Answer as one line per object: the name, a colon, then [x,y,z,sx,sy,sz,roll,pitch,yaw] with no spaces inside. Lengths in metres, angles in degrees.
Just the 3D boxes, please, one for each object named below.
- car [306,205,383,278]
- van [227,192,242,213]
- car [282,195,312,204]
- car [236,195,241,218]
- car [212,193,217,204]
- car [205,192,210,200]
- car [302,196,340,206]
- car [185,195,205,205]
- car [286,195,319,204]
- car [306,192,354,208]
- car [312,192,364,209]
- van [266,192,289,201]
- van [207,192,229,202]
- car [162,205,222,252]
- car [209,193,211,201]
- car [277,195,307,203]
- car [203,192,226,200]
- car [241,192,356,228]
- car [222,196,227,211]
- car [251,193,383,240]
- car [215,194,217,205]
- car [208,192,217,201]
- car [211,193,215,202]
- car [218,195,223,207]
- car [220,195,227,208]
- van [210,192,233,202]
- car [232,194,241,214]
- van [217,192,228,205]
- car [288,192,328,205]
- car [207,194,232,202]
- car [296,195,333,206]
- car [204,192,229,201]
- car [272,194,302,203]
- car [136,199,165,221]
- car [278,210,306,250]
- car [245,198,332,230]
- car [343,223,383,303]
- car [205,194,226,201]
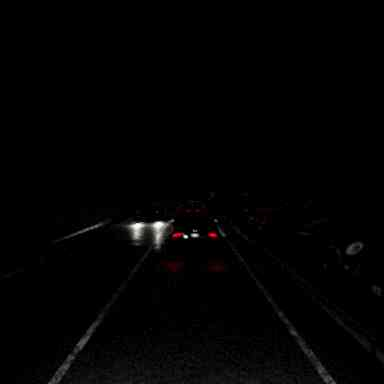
car: [5.710,1.330,8.667,4.553,1.767,2.185,0,0,0]
van: [5.536,1.140,28.289,4.442,1.987,1.878,0,0,0]
car: [18.662,1.281,59.274,4.792,1.488,2.163,0,0,0]
car: [5.629,1.265,22.684,4.553,1.767,2.185,0,0,0]
car: [5.816,1.285,45.110,5.366,1.575,1.946,0,0,0]
car: [5.640,0.999,59.123,5.566,2.045,2.435,0,0,0]
car: [18.703,1.317,48.259,4.674,1.452,2.002,0,0,0]
car: [0.101,1.327,40.741,2.128,1.511,4.902,0,0,0]
car: [18.723,1.285,56.489,4.792,1.488,2.163,0,0,0]
car: [18.680,1.037,45.350,5.566,2.045,2.435,0,0,0]
car: [18.685,1.049,42.688,5.566,2.045,2.435,0,0,0]
van: [18.794,1.006,73.203,4.442,1.987,1.878,0,0,0]
van: [5.483,1.009,70.337,4.442,1.987,1.878,0,0,0]
car: [0.097,1.502,13.688,2.033,1.411,5.357,0,0,0]
car: [5.590,1.289,53.518,4.792,1.488,2.163,0,0,0]
car: [18.682,1.247,62.059,5.008,1.535,2.097,0,0,0]
car: [5.628,0.992,84.352,5.566,2.045,2.435,0,0,0]
car: [5.639,1.166,17.076,5.566,2.045,2.435,0,0,0]
car: [5.643,1.352,31.094,5.008,1.535,2.097,0,0,0]
car: [5.643,1.178,14.273,5.566,2.045,2.435,0,0,0]
car: [5.663,1.331,42.307,4.792,1.488,2.163,0,0,0]
car: [5.611,1.255,56.316,4.892,1.521,2.231,0,0,0]
car: [5.621,1.276,47.910,5.008,1.535,2.097,0,0,0]
car: [5.612,1.356,36.700,4.792,1.488,2.163,0,0,0]
car: [5.616,1.369,33.897,4.792,1.488,2.163,0,0,0]
van: [5.721,1.016,64.730,4.442,1.987,1.878,0,0,0]
car: [5.687,1.253,25.487,4.553,1.767,2.185,0,0,0]
van: [5.521,1.088,39.502,4.442,1.987,1.878,0,0,0]
car: [18.670,1.009,53.706,5.566,2.045,2.435,0,0,0]
car: [5.596,1.240,67.533,4.892,1.521,2.231,0,0,0]
car: [18.697,1.269,50.920,5.008,1.535,2.097,0,0,0]
car: [5.625,0.979,75.942,5.566,2.045,2.435,0,0,0]
car: [18.499,1.240,64.846,5.366,1.575,1.946,0,0,0]
car: [-3.249,1.376,26.534,1.882,1.535,5.008,0,0,0]
car: [5.672,1.483,11.471,4.674,1.452,2.002,0,0,0]
car: [5.632,1.278,19.880,4.553,1.767,2.185,0,0,0]
car: [5.676,1.469,5.865,4.892,1.521,2.231,0,0,0]
car: [5.603,1.231,78.747,4.892,1.521,2.231,0,0,0]
